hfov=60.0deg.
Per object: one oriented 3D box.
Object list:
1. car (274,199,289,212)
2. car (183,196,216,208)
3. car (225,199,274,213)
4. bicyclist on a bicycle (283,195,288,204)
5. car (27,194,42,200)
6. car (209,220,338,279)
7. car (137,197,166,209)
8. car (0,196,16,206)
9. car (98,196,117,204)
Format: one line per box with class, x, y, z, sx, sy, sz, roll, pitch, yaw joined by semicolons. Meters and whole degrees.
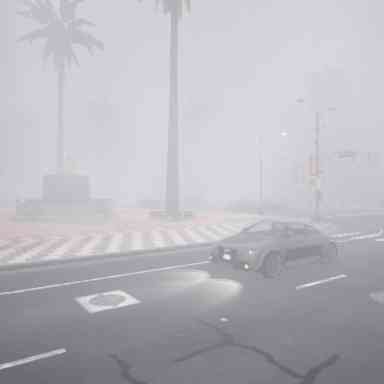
car;9.229;1.526;39.302;1.812;1.442;4.674;0;0;-39
car;1.033;1.352;46.748;4.553;1.767;2.097;0;0;31
car;6.169;1.547;37.775;2.033;1.411;5.357;0;0;-38
bicyclist on a bicycle;15.280;1.301;54.441;0.582;1.620;1.656;0;0;42
car;-26.037;1.221;58.550;5.566;2.045;2.150;0;0;-10
car;2.559;1.564;10.131;4.181;1.385;1.994;0;0;-36
car;-5.352;1.490;46.249;4.902;1.511;2.128;0;0;21
car;-31.100;1.505;53.609;4.892;1.490;1.837;0;0;-16
car;-15.829;1.492;59.107;4.902;1.511;2.128;0;0;2
